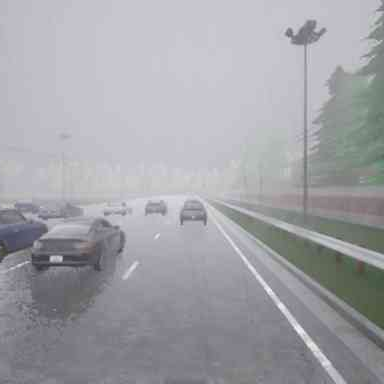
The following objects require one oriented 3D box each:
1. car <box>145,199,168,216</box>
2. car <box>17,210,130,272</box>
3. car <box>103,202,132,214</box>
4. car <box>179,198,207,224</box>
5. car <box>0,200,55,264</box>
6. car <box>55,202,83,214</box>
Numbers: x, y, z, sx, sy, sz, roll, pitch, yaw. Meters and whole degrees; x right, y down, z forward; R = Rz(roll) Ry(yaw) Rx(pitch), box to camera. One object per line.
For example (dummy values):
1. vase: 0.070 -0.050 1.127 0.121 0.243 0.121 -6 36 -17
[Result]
1. car: -3.401 1.454 32.355 2.128 1.511 4.902 0 0 0
2. car: -3.413 1.514 10.652 1.812 1.442 4.674 0 0 0
3. car: -6.901 1.564 31.357 1.895 1.301 4.718 0 0 0
4. car: 0.100 1.464 24.272 2.128 1.511 4.902 0 0 0
5. car: -6.899 1.339 11.714 2.097 1.767 4.553 0 0 0
6. car: -10.400 1.515 26.695 2.033 1.411 5.357 0 0 0
